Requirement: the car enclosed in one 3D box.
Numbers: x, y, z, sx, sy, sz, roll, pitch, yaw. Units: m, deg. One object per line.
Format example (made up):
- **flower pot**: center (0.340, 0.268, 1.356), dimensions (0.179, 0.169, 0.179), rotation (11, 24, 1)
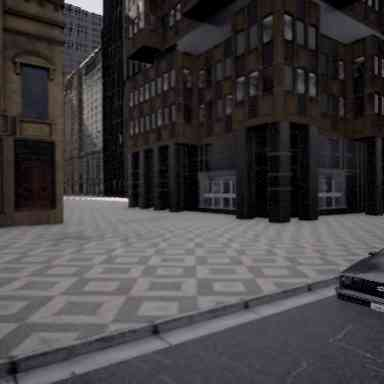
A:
- **car**: center (5.353, 1.574, 7.144), dimensions (5.357, 1.411, 2.033), rotation (0, 0, -35)
